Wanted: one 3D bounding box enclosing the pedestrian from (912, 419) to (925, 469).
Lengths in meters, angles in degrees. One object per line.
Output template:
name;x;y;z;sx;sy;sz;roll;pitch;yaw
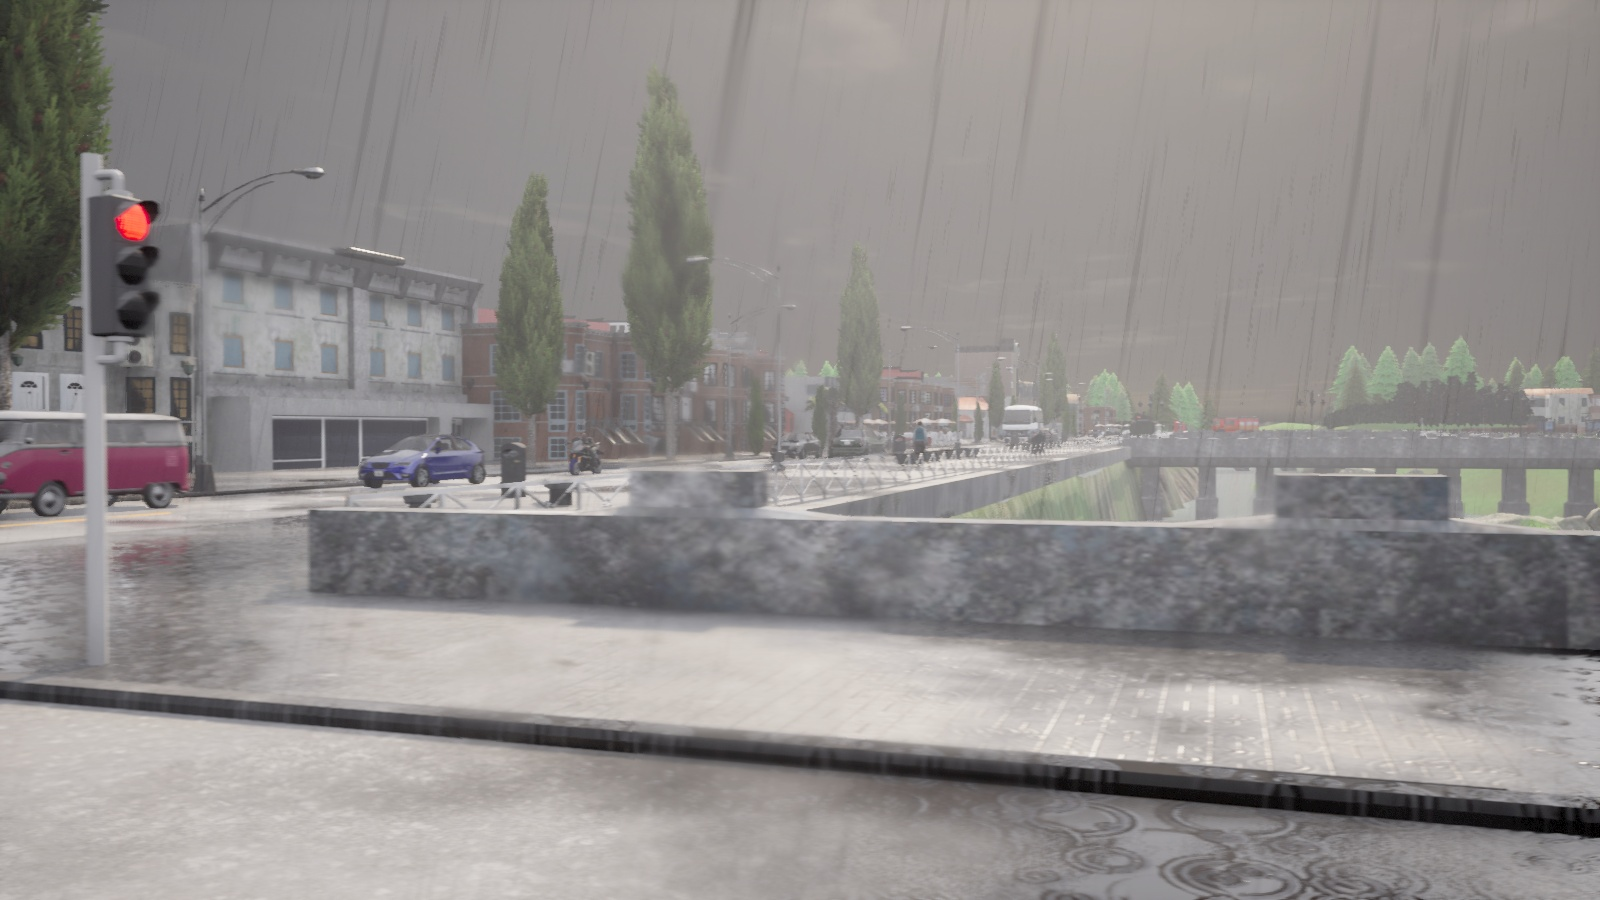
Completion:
pedestrian;4.692;-0.240;49.591;0.396;1.930;0.692;0;1;15

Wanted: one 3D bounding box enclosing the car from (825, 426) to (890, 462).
car;2.963;-0.327;63.865;2.097;1.767;4.553;1;1;19

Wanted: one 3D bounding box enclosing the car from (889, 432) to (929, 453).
car;7.949;-0.579;91.256;1.812;1.442;4.674;1;1;19

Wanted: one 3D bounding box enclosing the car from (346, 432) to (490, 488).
car;-10.740;0.229;35.650;1.816;1.474;4.193;1;1;19

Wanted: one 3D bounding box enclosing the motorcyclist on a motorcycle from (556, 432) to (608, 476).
motorcyclist on a motorcycle;-7.722;0.118;44.635;0.866;1.530;2.191;1;1;19

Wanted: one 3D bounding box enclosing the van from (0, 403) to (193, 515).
van;-14.399;0.130;24.753;1.775;1.987;4.442;1;1;19

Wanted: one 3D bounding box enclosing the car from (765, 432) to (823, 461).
car;-0.265;-0.231;66.817;1.816;1.474;4.193;1;1;19
